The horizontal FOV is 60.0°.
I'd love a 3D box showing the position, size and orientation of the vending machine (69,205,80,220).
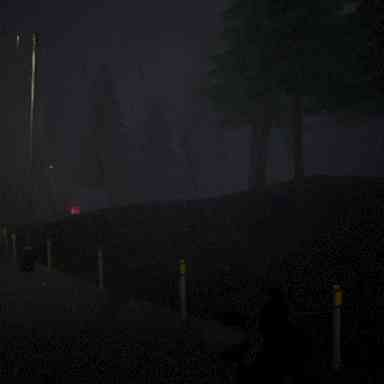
[{"bbox_3d":[-17.401,3.027,49.199,1.100,2.100,0.880,7,2,6],"label":"vending machine"}]
